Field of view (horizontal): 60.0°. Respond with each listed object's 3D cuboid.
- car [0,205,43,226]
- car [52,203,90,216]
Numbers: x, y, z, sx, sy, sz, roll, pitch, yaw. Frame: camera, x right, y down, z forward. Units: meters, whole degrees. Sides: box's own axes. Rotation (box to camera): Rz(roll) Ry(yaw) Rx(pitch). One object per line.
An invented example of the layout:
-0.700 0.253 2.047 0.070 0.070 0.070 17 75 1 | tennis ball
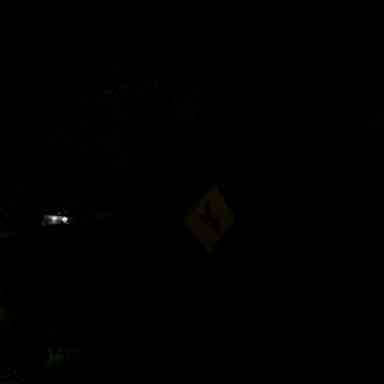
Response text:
-12.184 1.663 23.260 1.882 1.535 5.008 4 -2 -1 | car
-13.599 2.013 37.982 2.033 1.411 5.357 5 -1 12 | car
